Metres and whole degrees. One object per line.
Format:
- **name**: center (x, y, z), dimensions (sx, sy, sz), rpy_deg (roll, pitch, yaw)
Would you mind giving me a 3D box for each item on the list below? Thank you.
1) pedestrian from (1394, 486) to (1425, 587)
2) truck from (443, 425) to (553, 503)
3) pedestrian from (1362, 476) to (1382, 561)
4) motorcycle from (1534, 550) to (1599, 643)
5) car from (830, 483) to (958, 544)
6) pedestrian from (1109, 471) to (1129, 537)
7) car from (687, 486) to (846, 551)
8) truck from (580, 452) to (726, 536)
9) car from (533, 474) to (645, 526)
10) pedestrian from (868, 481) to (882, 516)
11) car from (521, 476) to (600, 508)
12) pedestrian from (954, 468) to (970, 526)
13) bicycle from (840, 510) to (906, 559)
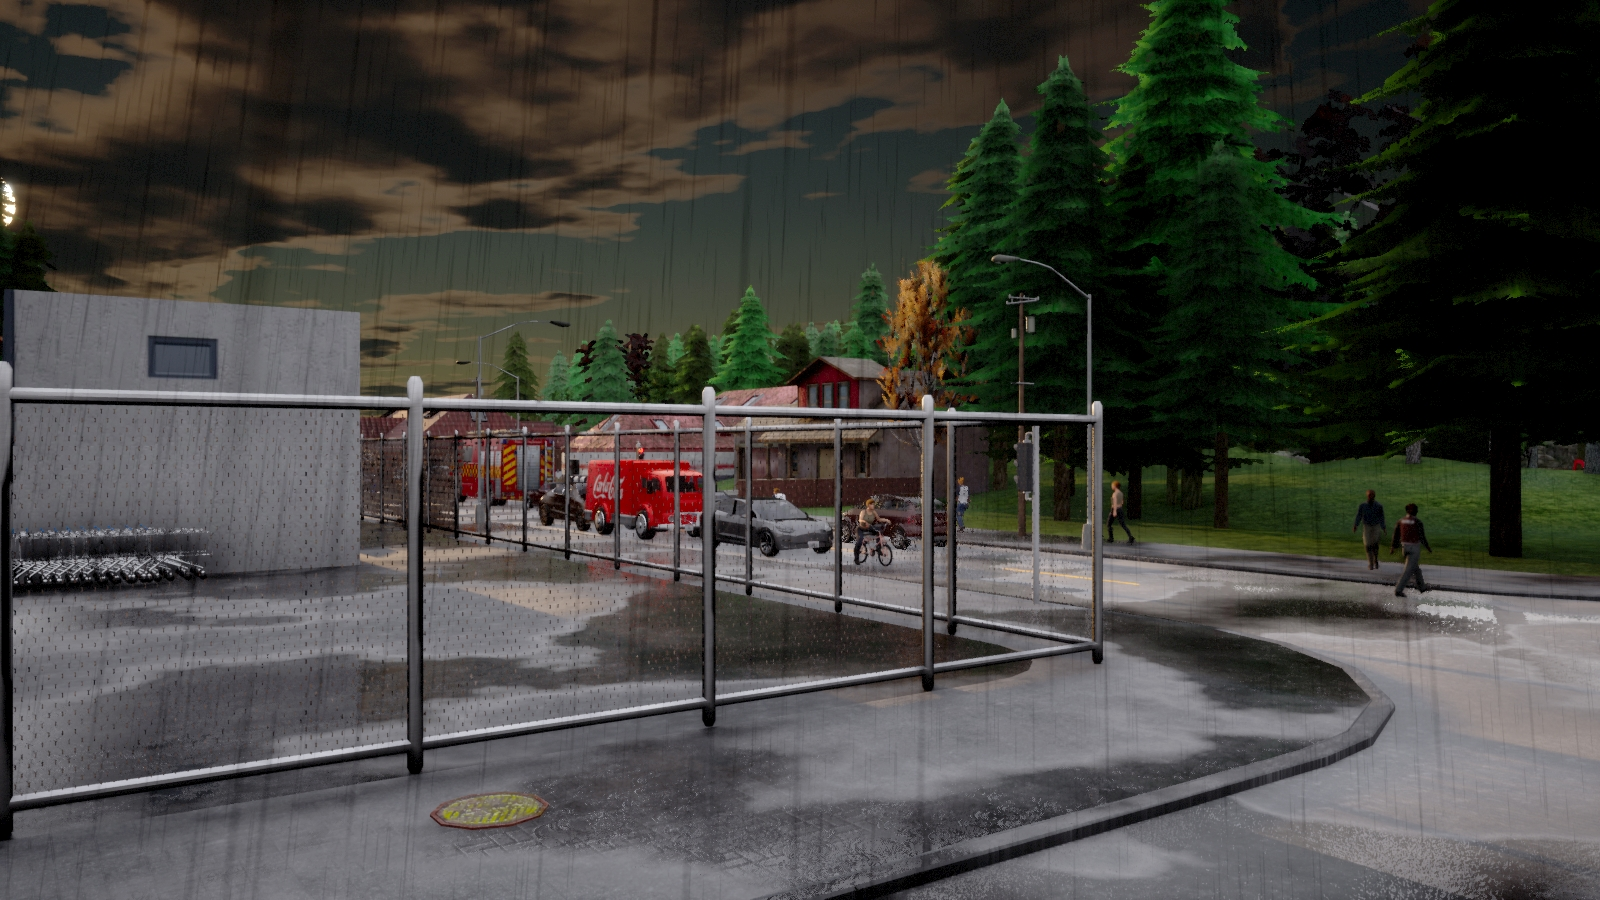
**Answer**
- **pedestrian**: center (11.488, 1.625, 21.533), dimensions (0.375, 1.860, 0.375), rpy_deg (0, 0, -29)
- **truck**: center (-16.070, 0.667, 60.303), dimensions (2.891, 3.827, 8.468), rpy_deg (0, 0, -35)
- **pedestrian**: center (12.737, 1.520, 25.432), dimensions (0.375, 1.860, 0.375), rpy_deg (0, 0, 29)
- **motorcycle**: center (11.116, 1.990, 15.344), dimensions (2.033, 1.145, 0.803), rpy_deg (0, 0, 25)
- **car**: center (2.685, 1.804, 33.451), dimensions (1.789, 1.549, 3.705), rpy_deg (0, 0, -35)
- **pedestrian**: center (9.066, 1.522, 32.482), dimensions (0.375, 1.860, 0.375), rpy_deg (0, 0, -36)
- **car**: center (-1.029, 1.840, 31.812), dimensions (2.163, 1.488, 4.792), rpy_deg (0, 0, -35)
- **truck**: center (-4.910, 1.336, 37.383), dimensions (2.627, 2.467, 5.204), rpy_deg (0, 0, -35)
- **car**: center (-7.756, 1.772, 41.538), dimensions (2.152, 1.651, 5.027), rpy_deg (0, 0, -34)
- **pedestrian**: center (2.793, 1.801, 42.612), dimensions (0.375, 1.300, 0.375), rpy_deg (0, 0, -32)
- **car**: center (-11.268, 1.931, 53.453), dimensions (1.895, 1.301, 4.718), rpy_deg (0, 0, -35)
- **pedestrian**: center (5.256, 1.520, 37.170), dimensions (0.375, 1.860, 0.375), rpy_deg (0, 0, -25)
- **bicycle**: center (1.773, 2.033, 27.810), dimensions (0.859, 1.080, 1.487), rpy_deg (0, 0, -35)
